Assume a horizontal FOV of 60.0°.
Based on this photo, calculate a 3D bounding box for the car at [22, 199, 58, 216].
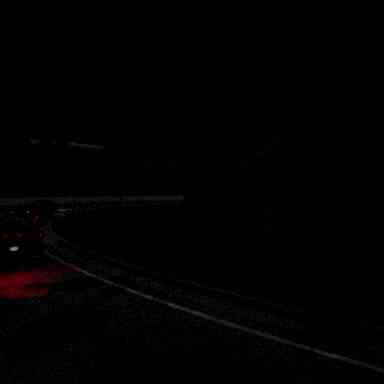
[{"bbox_3d":[-13.933,1.485,29.937,1.882,1.535,5.008,0,0,-9],"label":"car"}]

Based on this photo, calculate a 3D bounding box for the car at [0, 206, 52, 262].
[{"bbox_3d":[-6.596,1.475,11.518,1.882,1.535,5.008,0,0,-37],"label":"car"}]

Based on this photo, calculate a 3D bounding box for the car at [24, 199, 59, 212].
[{"bbox_3d":[-17.589,1.539,39.181,1.812,1.442,4.674,0,0,4],"label":"car"}]
